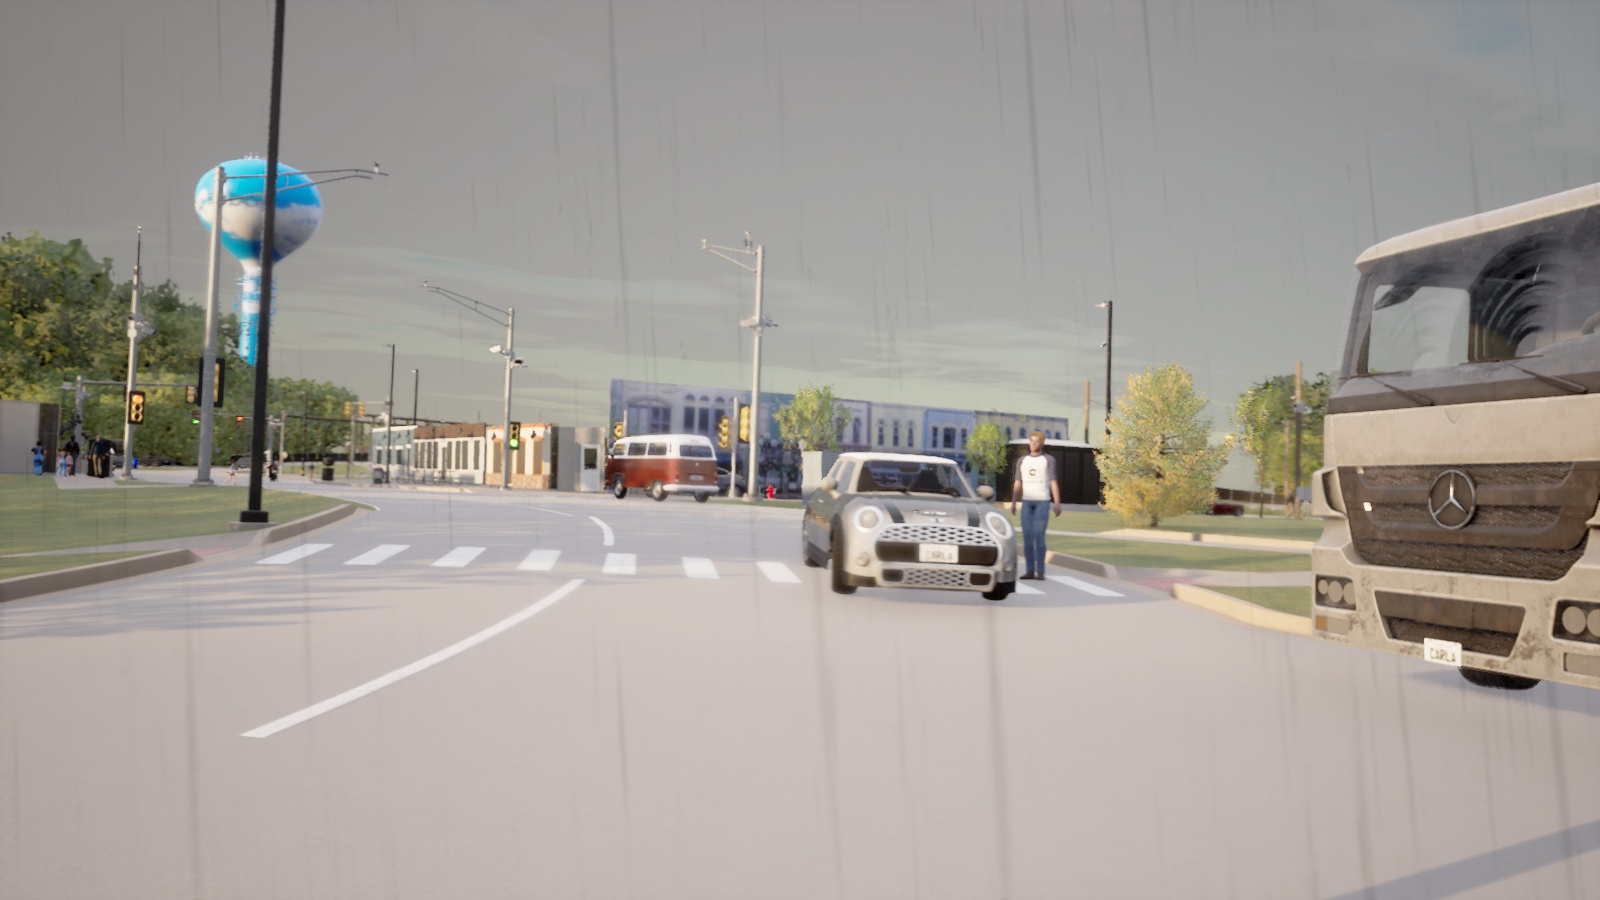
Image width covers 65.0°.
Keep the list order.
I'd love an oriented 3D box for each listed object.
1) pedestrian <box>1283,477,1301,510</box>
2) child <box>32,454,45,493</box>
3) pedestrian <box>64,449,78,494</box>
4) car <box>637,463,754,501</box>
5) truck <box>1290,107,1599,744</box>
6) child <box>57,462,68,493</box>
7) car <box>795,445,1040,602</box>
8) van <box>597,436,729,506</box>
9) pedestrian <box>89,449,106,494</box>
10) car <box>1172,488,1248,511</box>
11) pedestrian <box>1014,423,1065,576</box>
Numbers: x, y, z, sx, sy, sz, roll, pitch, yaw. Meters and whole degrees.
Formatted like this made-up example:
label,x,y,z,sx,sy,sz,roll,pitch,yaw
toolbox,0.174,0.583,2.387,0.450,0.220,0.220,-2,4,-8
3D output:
label,x,y,z,sx,sy,sz,roll,pitch,yaw
pedestrian,28.669,2.534,73.173,0.563,1.883,0.849,2,-3,-20
child,-24.886,0.781,41.048,0.270,1.263,0.437,3,-3,-41
pedestrian,-32.182,0.955,55.459,0.402,1.930,0.666,2,-3,-24
car,-4.884,1.527,58.973,5.027,1.651,2.152,2,-3,-32
truck,7.866,-0.109,8.951,7.936,3.462,2.891,0,-2,-16
child,-30.491,1.141,51.917,0.270,1.263,0.437,1,-3,-14
car,1.174,0.730,14.379,1.970,1.475,3.806,2,1,-7
van,-4.328,0.673,39.016,2.069,2.038,4.480,2,-2,-36
pedestrian,-29.267,0.903,52.335,0.402,1.842,0.726,3,-3,-44
car,23.757,2.844,72.777,4.718,1.301,1.895,1,-3,-39
pedestrian,2.959,0.609,15.496,0.354,1.836,0.706,-1,-3,34
